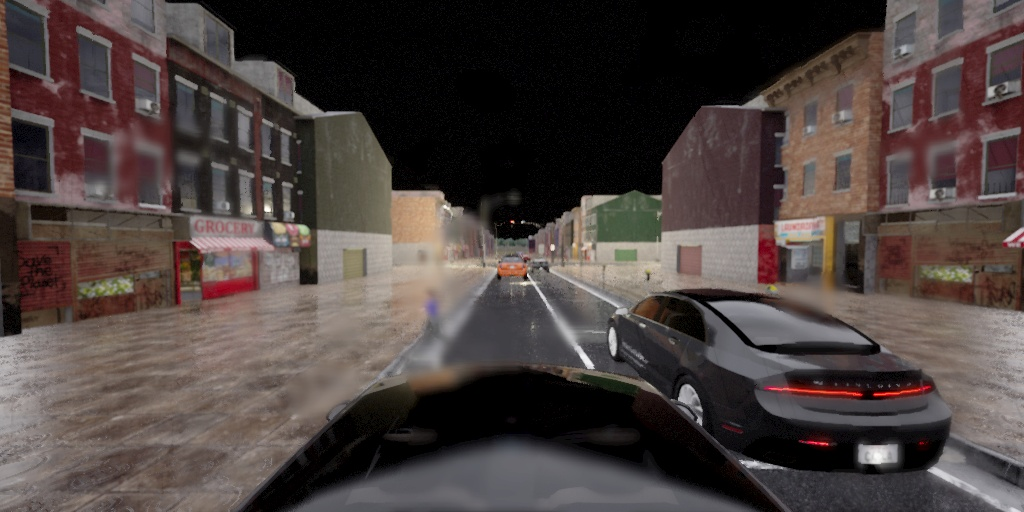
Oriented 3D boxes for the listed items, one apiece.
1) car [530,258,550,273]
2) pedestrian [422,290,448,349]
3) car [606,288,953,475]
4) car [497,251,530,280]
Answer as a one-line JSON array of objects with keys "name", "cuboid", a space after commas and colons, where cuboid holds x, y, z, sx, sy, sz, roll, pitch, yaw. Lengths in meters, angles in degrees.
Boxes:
[{"name": "car", "cuboid": [2.585, 0.817, 33.926, 2.007, 1.370, 4.403, 0, 0, 0]}, {"name": "pedestrian", "cuboid": [-1.562, 1.239, 7.276, 0.375, 1.300, 0.375, -2, 2, -10]}, {"name": "car", "cuboid": [2.746, 1.203, 5.107, 1.837, 1.490, 4.892, 0, 1, 0]}, {"name": "car", "cuboid": [0.027, 0.730, 26.346, 2.097, 1.767, 4.553, 0, 1, 0]}]
